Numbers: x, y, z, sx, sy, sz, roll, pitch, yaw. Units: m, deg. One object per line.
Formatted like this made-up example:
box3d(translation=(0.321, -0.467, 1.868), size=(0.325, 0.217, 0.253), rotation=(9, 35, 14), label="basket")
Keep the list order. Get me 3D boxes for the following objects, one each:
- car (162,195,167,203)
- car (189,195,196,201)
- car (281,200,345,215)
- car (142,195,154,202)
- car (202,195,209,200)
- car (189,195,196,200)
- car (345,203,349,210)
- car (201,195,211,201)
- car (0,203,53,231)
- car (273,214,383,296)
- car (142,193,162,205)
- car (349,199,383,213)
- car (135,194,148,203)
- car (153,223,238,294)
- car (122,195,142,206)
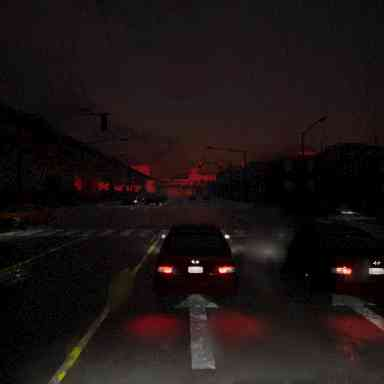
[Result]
box3d(translation=(-6.866, 1.548, 68.952), size=(2.033, 1.411, 5.357), rotation=(0, 0, 0), label="car")
box3d(translation=(0.164, 1.540, 83.204), size=(2.033, 1.411, 5.357), rotation=(0, 0, 0), label="car")
box3d(translation=(10.469, 1.477, 29.526), size=(5.008, 1.535, 1.882), rotation=(0, 1, 7), label="car")
box3d(translation=(-10.345, 1.525, 79.003), size=(2.128, 1.511, 4.902), rotation=(0, 0, 0), label="car")
box3d(translation=(3.685, 1.524, 93.968), size=(1.812, 1.442, 4.674), rotation=(0, 0, 0), label="car")
box3d(translation=(0.184, 1.500, 93.713), size=(1.837, 1.490, 4.892), rotation=(0, 0, 0), label="car")
box3d(translation=(20.614, 1.547, 39.847), size=(5.357, 1.411, 2.033), rotation=(0, 0, 0), label="car")
box3d(translation=(3.666, 1.553, 84.154), size=(1.994, 1.385, 4.181), rotation=(0, 0, 0), label="car")
box3d(translation=(-10.559, 1.477, 20.969), size=(1.882, 1.535, 5.008), rotation=(0, 0, 0), label="car")
box3d(translation=(3.578, 1.547, 8.814), size=(2.033, 1.411, 5.357), rotation=(0, 0, 2), label="car")
box3d(translation=(-6.974, 1.221, 57.564), size=(2.150, 2.045, 5.566), rotation=(0, 0, 0), label="car")
box3d(translation=(20.032, 1.564, 36.343), size=(4.181, 1.385, 1.994), rotation=(0, 0, 0), label="car")
box3d(translation=(-10.368, 1.350, 68.426), size=(2.097, 1.767, 4.553), rotation=(0, 0, 0), label="car")
box3d(translation=(0.086, 1.547, 8.920), size=(2.033, 1.411, 5.357), rotation=(0, 0, 0), label="car")
box3d(translation=(-10.474, 1.547, 56.697), size=(2.033, 1.411, 5.357), rotation=(0, 0, 0), label="car")
